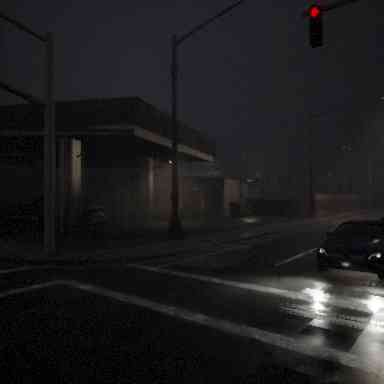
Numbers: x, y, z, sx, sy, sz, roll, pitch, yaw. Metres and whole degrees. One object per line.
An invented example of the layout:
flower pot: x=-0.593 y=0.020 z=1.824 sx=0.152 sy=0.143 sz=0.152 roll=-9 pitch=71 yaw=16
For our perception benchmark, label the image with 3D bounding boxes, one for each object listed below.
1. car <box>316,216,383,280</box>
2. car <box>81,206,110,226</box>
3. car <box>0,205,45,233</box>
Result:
car: x=5.472 y=1.661 z=10.701 sx=1.812 sy=1.442 sz=4.674 roll=-1 pitch=-1 yaw=37
car: x=-8.458 y=1.901 z=26.862 sx=3.806 sy=1.475 sz=1.970 roll=-1 pitch=-1 yaw=39
car: x=-11.417 y=1.681 z=21.881 sx=4.611 sy=1.667 sz=2.242 roll=-1 pitch=-1 yaw=39
